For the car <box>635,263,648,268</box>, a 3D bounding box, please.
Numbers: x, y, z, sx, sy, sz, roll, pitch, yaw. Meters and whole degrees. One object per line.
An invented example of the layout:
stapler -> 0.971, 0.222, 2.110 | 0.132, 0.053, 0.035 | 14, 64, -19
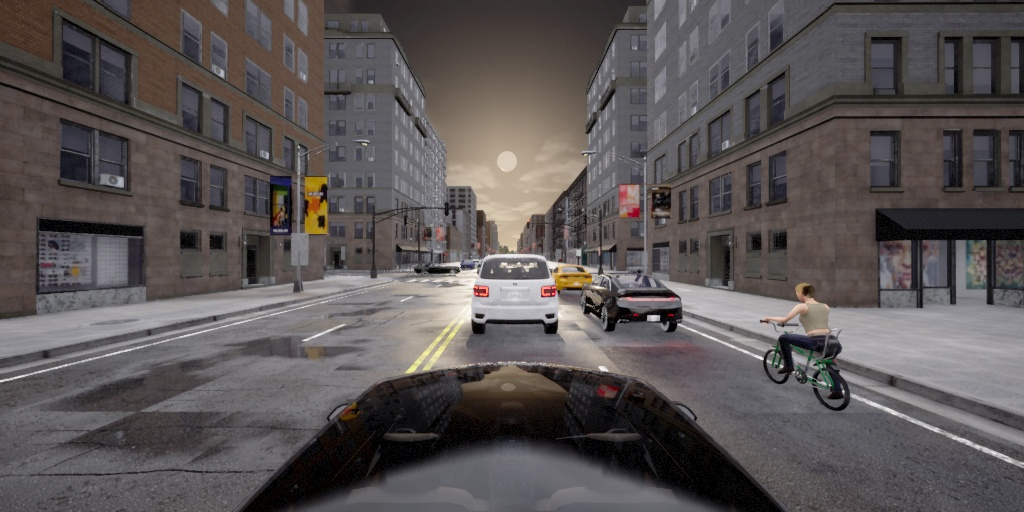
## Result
car -> 14.974, 1.409, 38.708 | 4.718, 1.301, 1.895 | 0, 0, 1

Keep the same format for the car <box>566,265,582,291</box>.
car -> 3.211, 1.231, 20.311 | 1.882, 1.535, 5.008 | 0, 0, 0

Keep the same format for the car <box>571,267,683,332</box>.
car -> 3.323, 1.242, 10.821 | 2.128, 1.511, 4.902 | 0, 0, 0

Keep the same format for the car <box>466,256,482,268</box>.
car -> -6.690, 0.990, 64.036 | 2.150, 2.045, 5.566 | 0, 0, 0

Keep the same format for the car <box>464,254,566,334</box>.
car -> 0.079, 0.972, 10.750 | 2.150, 2.045, 5.566 | 0, 0, 0

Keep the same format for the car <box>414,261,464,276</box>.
car -> -7.727, 1.355, 37.141 | 4.718, 1.301, 1.895 | 0, 0, -16

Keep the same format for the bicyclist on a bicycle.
bicyclist on a bicycle -> 4.129, 1.187, 5.133 | 0.866, 1.612, 1.509 | 0, 0, 0

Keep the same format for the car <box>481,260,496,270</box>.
car -> -3.444, 1.330, 53.082 | 1.994, 1.385, 4.181 | 0, 0, 0
